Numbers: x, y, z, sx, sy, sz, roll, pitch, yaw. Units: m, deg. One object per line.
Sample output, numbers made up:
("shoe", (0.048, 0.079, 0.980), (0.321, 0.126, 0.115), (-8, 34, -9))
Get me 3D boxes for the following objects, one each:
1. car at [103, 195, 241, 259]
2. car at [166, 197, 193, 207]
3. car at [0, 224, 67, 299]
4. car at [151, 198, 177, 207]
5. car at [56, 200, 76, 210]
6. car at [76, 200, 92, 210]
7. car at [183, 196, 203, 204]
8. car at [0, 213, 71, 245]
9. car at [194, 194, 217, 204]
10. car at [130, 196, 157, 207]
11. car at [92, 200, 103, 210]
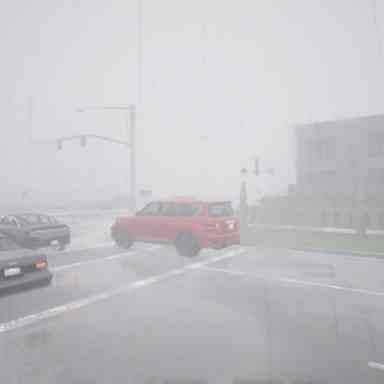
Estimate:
("car", (-0.785, 1.286, 13.213), (5.566, 2.045, 2.150), (0, 0, 37))
("car", (-2.155, 1.737, 57.563), (1.882, 1.535, 5.008), (-1, 0, 37))
("car", (-5.525, 1.615, 7.928), (5.357, 1.411, 2.033), (-1, 0, 36))
("car", (-5.004, 1.792, 59.578), (1.837, 1.490, 4.892), (-1, -1, 37))
("car", (-17.458, 1.841, 48.511), (1.812, 1.442, 4.674), (-1, 0, 37))
("car", (-13.839, 1.852, 47.515), (1.994, 1.385, 4.181), (-1, 0, 36))
("car", (0.258, 1.776, 72.651), (1.882, 1.535, 5.008), (-1, 0, 36))
("car", (-6.819, 1.589, 13.154), (4.902, 1.511, 2.128), (-1, 0, 36))
("car", (2.978, 1.491, 70.443), (2.150, 2.045, 5.566), (-1, 0, 36))
("car", (-8.744, 1.664, 60.387), (2.097, 1.767, 4.553), (-1, 0, 37))
("car", (-10.532, 1.484, 46.116), (2.150, 2.045, 5.566), (-1, 0, 36))
